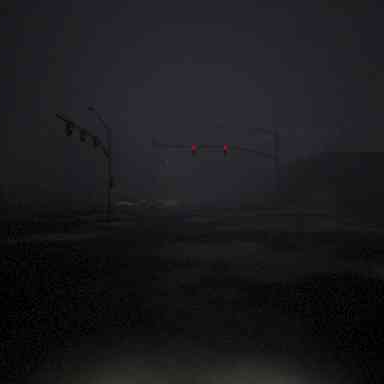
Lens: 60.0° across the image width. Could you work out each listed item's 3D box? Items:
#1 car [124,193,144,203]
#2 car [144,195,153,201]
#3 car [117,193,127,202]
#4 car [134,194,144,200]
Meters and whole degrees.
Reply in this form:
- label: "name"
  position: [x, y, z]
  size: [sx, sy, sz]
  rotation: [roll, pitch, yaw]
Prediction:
- label: "car"
  position: [-11.503, 1.524, 66.735]
  size: [2.033, 1.411, 5.357]
  rotation: [0, 0, 0]
- label: "car"
  position: [-11.496, 1.451, 87.471]
  size: [1.882, 1.535, 5.008]
  rotation: [0, 0, 0]
- label: "car"
  position: [-14.997, 1.202, 73.909]
  size: [2.150, 2.045, 5.566]
  rotation: [0, 0, 0]
- label: "car"
  position: [-14.996, 1.326, 93.924]
  size: [2.097, 1.767, 4.553]
  rotation: [0, 0, 0]
